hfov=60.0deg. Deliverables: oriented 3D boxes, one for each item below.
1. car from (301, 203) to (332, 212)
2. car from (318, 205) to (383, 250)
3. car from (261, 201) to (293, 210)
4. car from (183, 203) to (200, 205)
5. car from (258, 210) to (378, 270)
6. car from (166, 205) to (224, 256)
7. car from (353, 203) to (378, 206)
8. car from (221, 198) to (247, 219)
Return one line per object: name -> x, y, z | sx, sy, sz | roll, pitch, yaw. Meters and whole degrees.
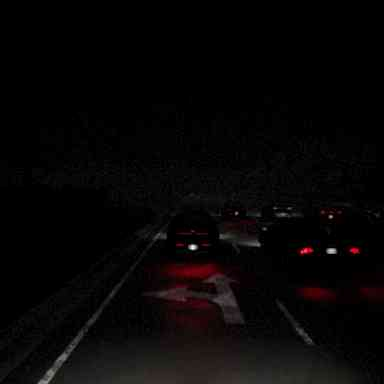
car -> 10.548, 1.582, 27.425 | 1.895, 1.301, 4.718 | 0, 0, 1
car -> 7.049, 1.483, 13.033 | 2.128, 1.511, 4.902 | 0, 0, 1
car -> 7.055, 1.472, 28.029 | 2.128, 1.511, 4.902 | 0, 0, 1
car -> -0.021, 1.580, 27.419 | 1.895, 1.301, 4.718 | 0, 0, -1
car -> 3.531, 1.540, 10.903 | 2.033, 1.411, 5.357 | 0, 0, 0
car -> 0.050, 1.497, 13.055 | 1.837, 1.490, 4.892 | 0, 0, 1
car -> 14.048, 1.582, 27.424 | 1.895, 1.301, 4.718 | 0, 0, 1
car -> 3.562, 1.504, 28.727 | 1.812, 1.442, 4.674 | 0, 0, 1
